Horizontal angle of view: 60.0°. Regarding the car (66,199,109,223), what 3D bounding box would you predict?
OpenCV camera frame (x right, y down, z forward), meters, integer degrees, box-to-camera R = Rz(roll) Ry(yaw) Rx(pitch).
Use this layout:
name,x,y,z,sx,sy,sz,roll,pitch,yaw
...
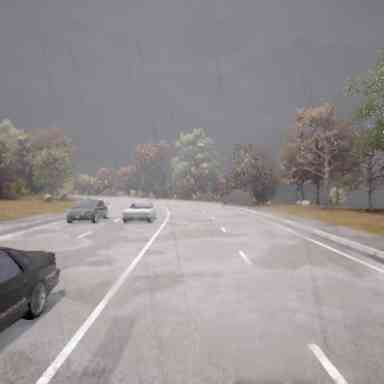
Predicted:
name,x,y,z,sx,sy,sz,roll,pitch,yaw
car,-7.072,1.274,22.907,1.837,1.490,4.892,0,0,-1

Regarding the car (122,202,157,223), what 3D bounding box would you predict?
name,x,y,z,sx,sy,sz,roll,pitch,yaw
car,-3.574,1.366,23.177,1.895,1.301,4.718,0,1,-1

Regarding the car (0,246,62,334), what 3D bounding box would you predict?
name,x,y,z,sx,sy,sz,roll,pitch,yaw
car,-3.595,1.526,4.557,2.033,1.411,5.357,0,0,0
